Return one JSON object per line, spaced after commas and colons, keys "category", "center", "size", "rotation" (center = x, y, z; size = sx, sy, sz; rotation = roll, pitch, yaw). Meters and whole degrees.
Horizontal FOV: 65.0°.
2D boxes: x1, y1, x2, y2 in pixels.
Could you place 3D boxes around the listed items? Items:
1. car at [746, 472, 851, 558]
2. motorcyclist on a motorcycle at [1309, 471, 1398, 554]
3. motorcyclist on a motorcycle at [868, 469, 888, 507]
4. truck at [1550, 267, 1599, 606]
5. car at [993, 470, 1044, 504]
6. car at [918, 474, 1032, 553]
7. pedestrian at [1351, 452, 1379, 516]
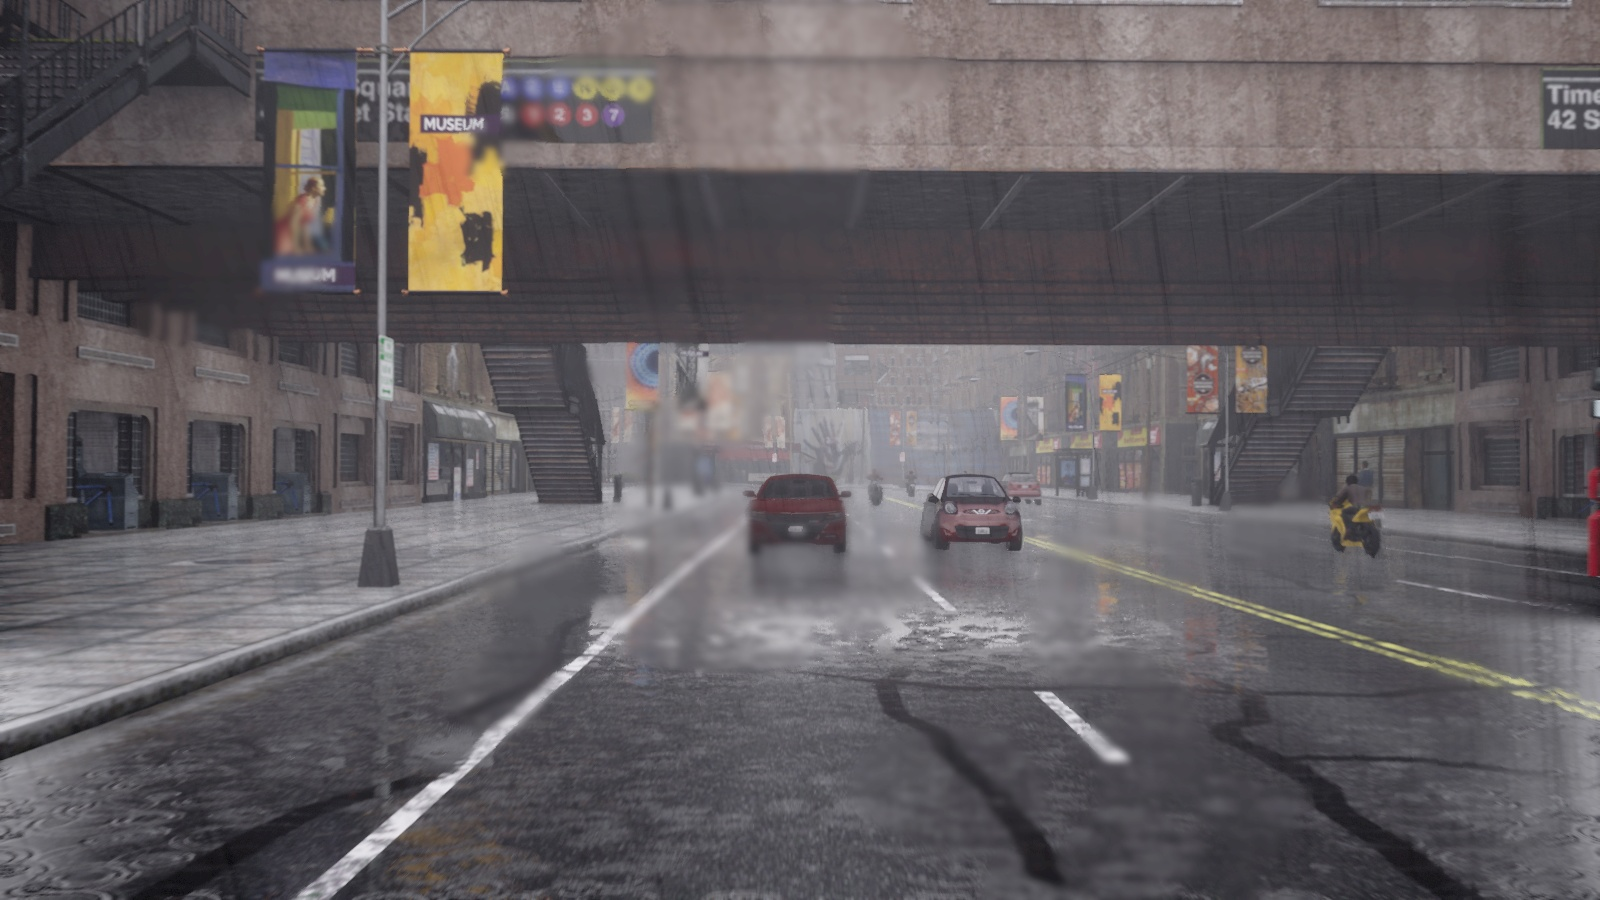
{"category": "car", "center": [-0.004, 1.211, 25.018], "size": [1.882, 1.535, 5.008], "rotation": [0, -1, 0]}
{"category": "motorcyclist on a motorcycle", "center": [10.487, 1.155, 23.881], "size": [0.797, 1.523, 2.044], "rotation": [0, -1, 0]}
{"category": "motorcyclist on a motorcycle", "center": [3.495, 1.698, 56.553], "size": [0.766, 1.649, 2.350], "rotation": [0, -1, 0]}
{"category": "truck", "center": [10.471, -0.211, 10.809], "size": [2.891, 3.827, 8.468], "rotation": [0, -1, 0]}
{"category": "car", "center": [10.475, 1.764, 60.489], "size": [1.789, 1.549, 3.705], "rotation": [0, -1, 0]}
{"category": "car", "center": [3.502, 1.245, 25.736], "size": [1.845, 1.501, 3.633], "rotation": [0, -1, 0]}
{"category": "pedestrian", "center": [17.383, 1.049, 38.631], "size": [0.423, 1.949, 0.788], "rotation": [0, -1, -6]}
